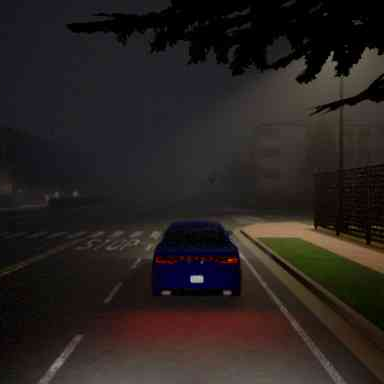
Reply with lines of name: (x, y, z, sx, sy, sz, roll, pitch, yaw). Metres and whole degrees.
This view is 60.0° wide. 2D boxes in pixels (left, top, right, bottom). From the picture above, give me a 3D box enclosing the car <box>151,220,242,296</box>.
car: (0.095, 1.471, 8.671, 1.882, 1.535, 5.008, 0, 0, 0)
